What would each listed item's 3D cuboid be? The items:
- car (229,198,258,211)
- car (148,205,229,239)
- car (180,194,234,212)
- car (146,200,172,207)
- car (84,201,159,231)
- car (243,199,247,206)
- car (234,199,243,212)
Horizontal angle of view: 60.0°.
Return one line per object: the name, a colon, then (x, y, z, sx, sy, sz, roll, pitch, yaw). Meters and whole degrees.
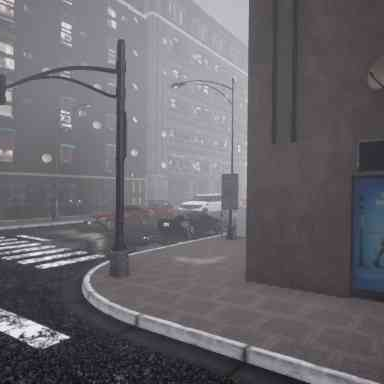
car: (6.348, 1.483, 40.530, 1.802, 1.307, 4.206, 1, 1, 35)
car: (-0.041, 1.599, 17.708, 1.947, 1.339, 4.313, 1, 1, 35)
car: (1.187, 1.171, 28.880, 2.150, 2.045, 5.566, 1, 1, 35)
car: (-3.280, 1.362, 26.807, 1.967, 1.590, 4.097, 1, 1, 35)
car: (-4.489, 1.487, 20.797, 1.812, 1.442, 4.674, 1, 1, 35)
car: (7.062, 1.289, 37.234, 2.097, 1.767, 4.553, 1, 1, 35)
car: (3.141, 1.223, 35.954, 2.192, 1.841, 5.009, 1, 1, 35)
